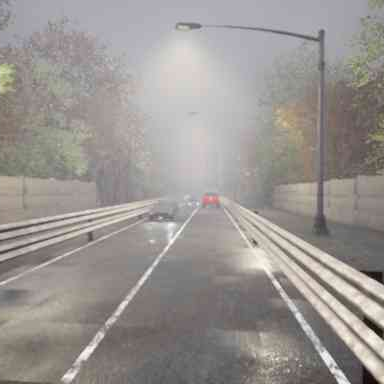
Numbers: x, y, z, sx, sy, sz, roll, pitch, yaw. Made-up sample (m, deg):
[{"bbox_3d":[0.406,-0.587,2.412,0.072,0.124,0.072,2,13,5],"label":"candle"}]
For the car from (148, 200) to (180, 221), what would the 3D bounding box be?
[{"bbox_3d":[-1.960,1.350,25.078,2.033,1.411,5.357,0,0,3],"label":"car"}]

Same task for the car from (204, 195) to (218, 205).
[{"bbox_3d":[3.063,1.262,53.538,2.128,1.511,4.902,0,0,3],"label":"car"}]

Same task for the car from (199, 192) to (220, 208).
[{"bbox_3d":[2.441,0.972,42.889,2.150,2.045,5.566,0,0,3],"label":"car"}]

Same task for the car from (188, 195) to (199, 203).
[{"bbox_3d":[0.457,1.329,64.891,1.837,1.490,4.892,0,0,4],"label":"car"}]
